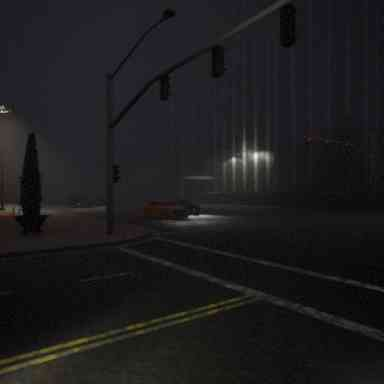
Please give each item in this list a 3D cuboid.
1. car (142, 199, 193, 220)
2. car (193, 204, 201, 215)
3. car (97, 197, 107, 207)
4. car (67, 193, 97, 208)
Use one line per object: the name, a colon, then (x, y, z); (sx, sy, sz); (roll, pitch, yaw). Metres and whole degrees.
car: (-2.327, 1.364, 27.303); (1.882, 1.535, 5.008); (-1, 0, -36)
car: (-0.972, 1.422, 31.395); (1.994, 1.385, 4.181); (-1, 0, -36)
car: (-13.920, 1.408, 49.273); (2.033, 1.411, 5.357); (-1, 0, -36)
car: (-15.333, 1.110, 45.243); (2.150, 2.045, 5.566); (-1, 0, -36)
